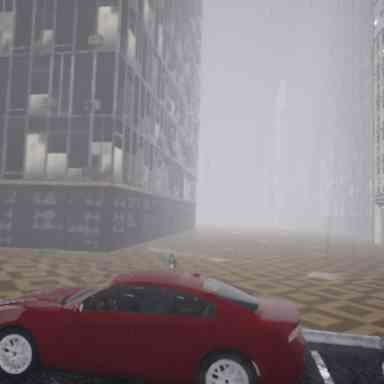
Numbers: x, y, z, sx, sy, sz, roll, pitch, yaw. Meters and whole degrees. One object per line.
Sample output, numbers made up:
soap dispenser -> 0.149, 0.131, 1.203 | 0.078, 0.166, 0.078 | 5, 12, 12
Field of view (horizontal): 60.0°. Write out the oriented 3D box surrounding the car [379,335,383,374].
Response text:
car -> 4.730, 2.071, 4.022 | 4.313, 1.339, 1.947 | 2, -5, 9

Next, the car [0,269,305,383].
car -> -0.718, 1.843, 4.909 | 4.507, 1.381, 1.887 | 2, -4, 9
